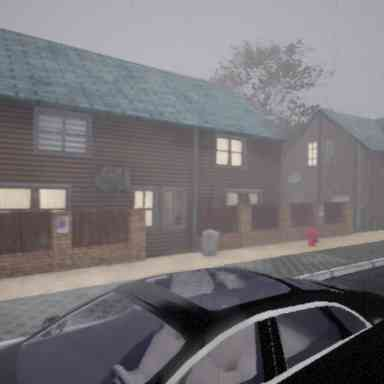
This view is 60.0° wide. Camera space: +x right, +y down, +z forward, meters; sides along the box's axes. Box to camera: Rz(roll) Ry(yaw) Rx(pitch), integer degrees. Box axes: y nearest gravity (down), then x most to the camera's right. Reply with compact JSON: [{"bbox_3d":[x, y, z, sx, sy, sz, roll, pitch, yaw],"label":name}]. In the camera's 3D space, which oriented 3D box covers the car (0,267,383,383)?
[{"bbox_3d":[-0.092,1.487,2.573,4.902,1.511,2.128,0,0,-36],"label":"car"}]
